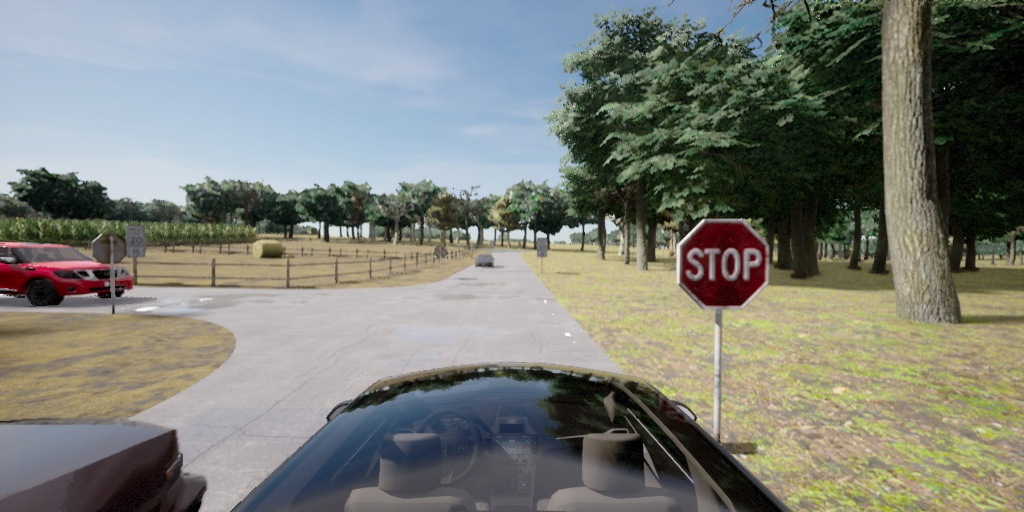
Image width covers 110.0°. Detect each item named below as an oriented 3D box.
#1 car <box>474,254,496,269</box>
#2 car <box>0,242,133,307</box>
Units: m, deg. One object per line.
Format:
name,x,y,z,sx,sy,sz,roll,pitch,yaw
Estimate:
car,-2.777,0.529,37.082,1.837,1.490,4.892,0,2,0
car,-16.674,0.560,12.409,5.566,2.045,2.150,1,1,0
